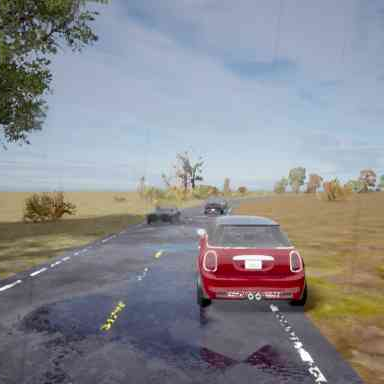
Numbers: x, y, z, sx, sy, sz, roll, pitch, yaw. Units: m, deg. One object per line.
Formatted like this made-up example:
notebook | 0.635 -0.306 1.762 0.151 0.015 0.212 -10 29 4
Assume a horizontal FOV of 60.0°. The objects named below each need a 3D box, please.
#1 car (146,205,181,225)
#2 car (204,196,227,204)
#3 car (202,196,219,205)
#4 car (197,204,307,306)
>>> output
car | -1.959 1.597 23.957 1.895 1.301 4.718 0 0 5
car | 2.386 1.494 34.813 1.837 1.490 4.892 0 0 8
car | 3.306 1.460 58.360 2.128 1.511 4.902 0 0 12
car | 1.197 1.351 8.221 2.097 1.767 4.553 0 0 2
